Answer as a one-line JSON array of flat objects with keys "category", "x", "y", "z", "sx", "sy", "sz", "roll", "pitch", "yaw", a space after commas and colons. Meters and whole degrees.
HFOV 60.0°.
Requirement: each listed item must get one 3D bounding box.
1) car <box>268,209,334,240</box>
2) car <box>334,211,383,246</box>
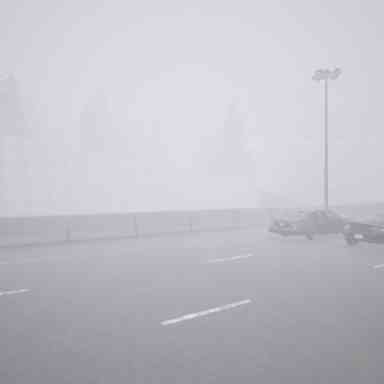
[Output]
[{"category": "car", "x": 6.222, "y": 1.562, "z": 16.905, "sx": 5.357, "sy": 1.411, "sz": 2.033, "roll": 0, "pitch": 0, "yaw": -35}, {"category": "car", "x": 8.254, "y": 1.532, "z": 14.056, "sx": 4.674, "sy": 1.442, "sz": 1.812, "roll": 0, "pitch": 0, "yaw": -35}]
